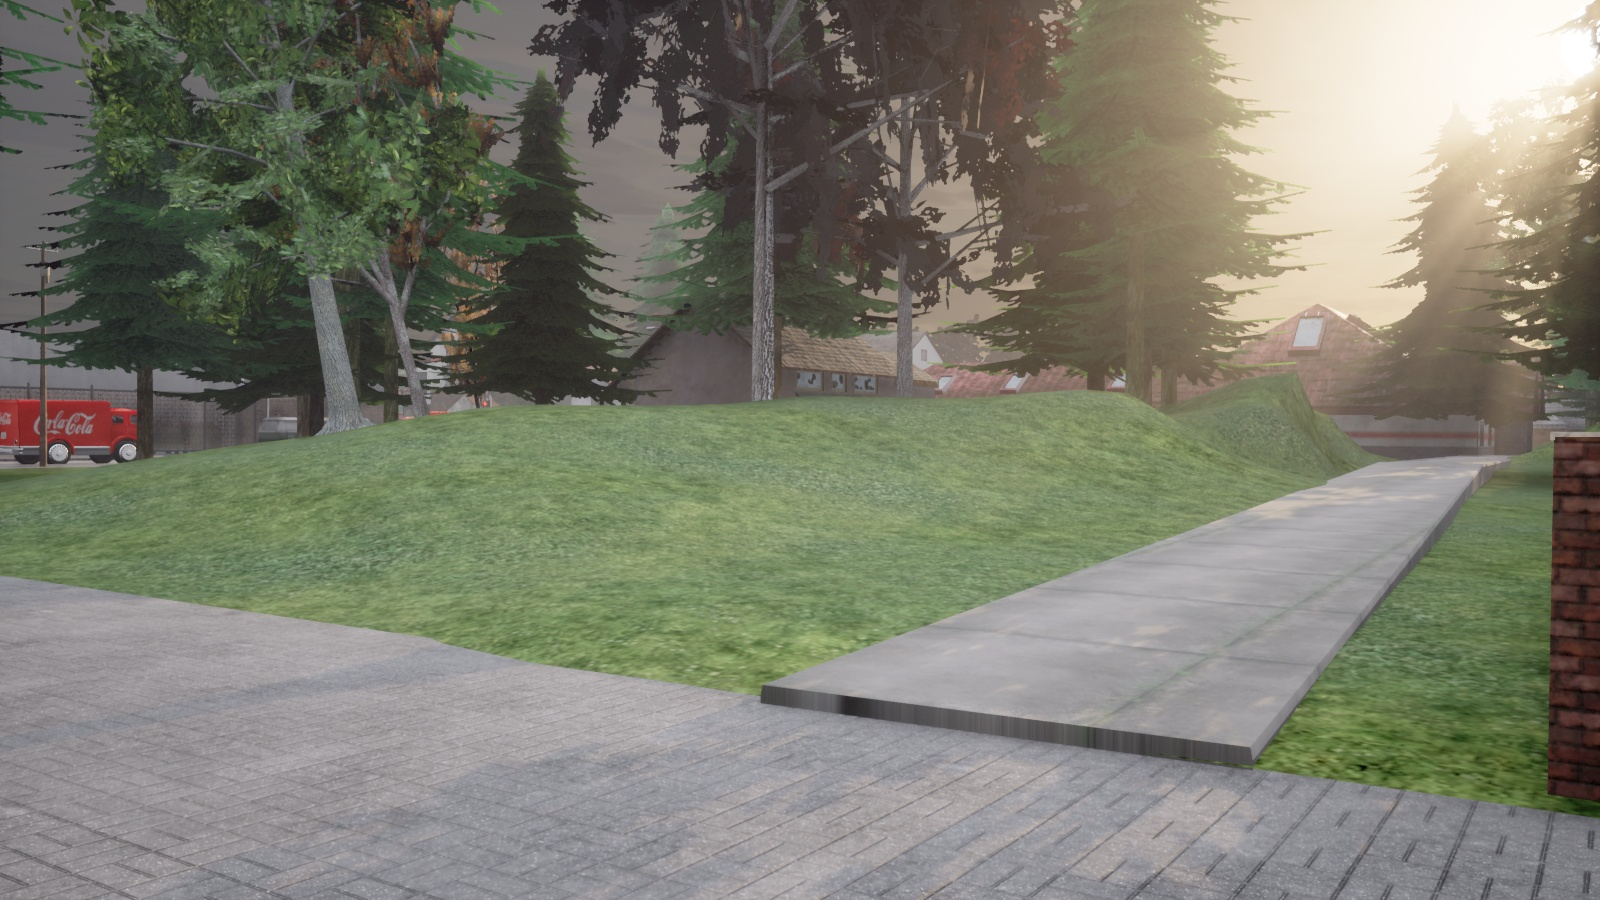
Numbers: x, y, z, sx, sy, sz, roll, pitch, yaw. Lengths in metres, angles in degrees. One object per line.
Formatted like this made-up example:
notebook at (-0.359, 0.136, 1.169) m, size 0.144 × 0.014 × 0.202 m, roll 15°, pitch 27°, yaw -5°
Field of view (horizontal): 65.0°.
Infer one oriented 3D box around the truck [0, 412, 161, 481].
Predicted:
truck at (-27.698, -0.160, 47.996) m, size 2.627 × 2.467 × 5.204 m, roll 0°, pitch 1°, yaw 34°

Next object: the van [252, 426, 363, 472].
van at (-22.077, -0.087, 56.452) m, size 1.775 × 1.987 × 4.442 m, roll 0°, pitch 1°, yaw 33°
